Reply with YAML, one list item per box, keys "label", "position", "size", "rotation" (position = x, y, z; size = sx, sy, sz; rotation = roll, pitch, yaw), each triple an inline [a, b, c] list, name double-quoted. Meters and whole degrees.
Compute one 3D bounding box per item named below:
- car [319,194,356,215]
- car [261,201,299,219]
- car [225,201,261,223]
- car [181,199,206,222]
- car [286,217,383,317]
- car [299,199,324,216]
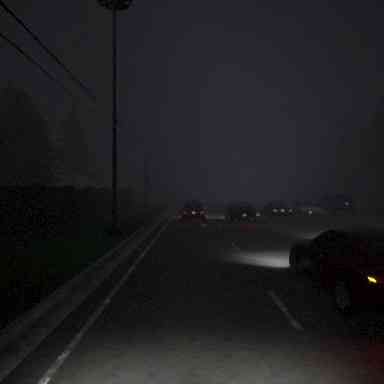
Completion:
- label: "car"
  position: [14.112, 1.165, 32.964]
  size: [2.150, 2.045, 5.566]
  rotation: [0, 0, 0]
- label: "car"
  position: [7.110, 1.499, 28.514]
  size: [2.033, 1.411, 5.357]
  rotation: [0, 0, 0]
- label: "car"
  position: [3.609, 1.434, 25.386]
  size: [1.882, 1.535, 5.008]
  rotation: [0, 0, 0]
- label: "car"
  position: [0.109, 1.503, 25.897]
  size: [2.033, 1.411, 5.357]
  rotation: [0, 0, 0]
- label: "car"
  position: [3.603, 1.513, 7.284]
  size: [1.812, 1.442, 4.674]
  rotation: [0, 0, 0]
- label: "car"
  position: [10.613, 1.546, 32.034]
  size: [1.895, 1.301, 4.718]
  rotation: [0, 0, 0]
